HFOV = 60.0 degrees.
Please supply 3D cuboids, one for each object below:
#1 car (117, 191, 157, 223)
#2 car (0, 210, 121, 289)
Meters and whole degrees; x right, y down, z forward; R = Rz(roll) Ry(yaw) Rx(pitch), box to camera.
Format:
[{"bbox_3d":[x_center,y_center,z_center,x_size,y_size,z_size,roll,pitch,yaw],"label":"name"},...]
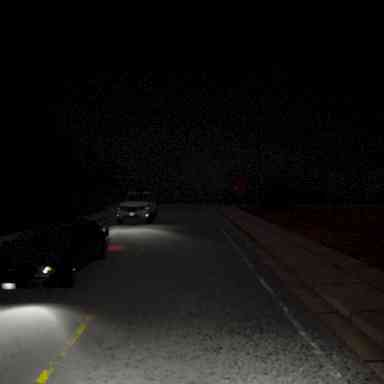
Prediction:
[{"bbox_3d":[-3.714,0.987,23.267,2.150,2.045,5.566,0,0,0],"label":"car"},{"bbox_3d":[-3.654,1.458,9.264,2.033,1.411,5.357,0,1,0],"label":"car"}]
